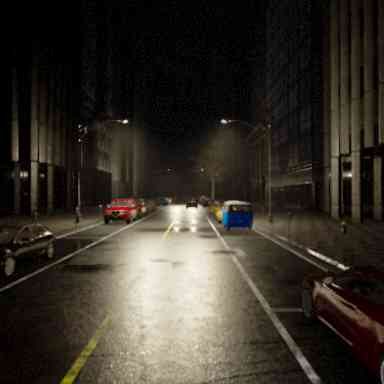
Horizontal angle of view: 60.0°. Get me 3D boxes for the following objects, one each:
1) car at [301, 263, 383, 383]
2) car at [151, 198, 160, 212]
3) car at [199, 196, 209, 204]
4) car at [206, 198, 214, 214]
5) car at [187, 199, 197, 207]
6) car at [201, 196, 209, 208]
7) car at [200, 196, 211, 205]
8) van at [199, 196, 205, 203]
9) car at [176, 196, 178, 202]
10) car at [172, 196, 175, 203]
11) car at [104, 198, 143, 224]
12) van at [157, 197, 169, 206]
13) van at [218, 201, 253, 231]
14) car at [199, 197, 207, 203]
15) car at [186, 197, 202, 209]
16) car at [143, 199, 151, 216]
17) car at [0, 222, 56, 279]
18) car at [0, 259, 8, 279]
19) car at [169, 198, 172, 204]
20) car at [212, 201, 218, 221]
[{"bbox_3d":[2.857,1.621,4.545,1.802,1.307,4.206,0,0,0],"label":"car"},{"bbox_3d":[-5.674,1.844,43.833,1.752,1.417,4.829,0,0,1],"label":"car"},{"bbox_3d":[2.845,1.893,77.862,2.192,1.841,5.009,0,-1,0],"label":"car"},{"bbox_3d":[2.860,1.811,38.589,1.752,1.417,4.829,0,0,1],"label":"car"},{"bbox_3d":[-0.010,1.969,61.734,1.812,1.442,4.674,0,0,0],"label":"car"},{"bbox_3d":[2.850,1.836,55.305,1.967,1.590,4.097,0,0,0],"label":"car"},{"bbox_3d":[2.846,1.844,72.224,2.192,1.841,5.009,0,-1,0],"label":"car"},{"bbox_3d":[2.843,2.068,94.781,1.690,1.788,3.998,0,-1,0],"label":"van"},{"bbox_3d":[-5.683,2.308,94.789,1.802,1.307,4.206,0,-1,0],"label":"car"},{"bbox_3d":[-5.680,2.017,77.874,1.967,1.590,4.097,0,-1,0],"label":"car"},{"bbox_3d":[-5.671,1.525,27.127,2.192,1.841,5.009,0,0,0],"label":"car"},{"bbox_3d":[-5.676,1.778,60.958,1.690,1.788,3.998,0,0,0],"label":"van"},{"bbox_3d":[2.855,1.513,21.466,1.690,1.788,3.998,0,0,0],"label":"van"},{"bbox_3d":[2.844,2.117,89.140,1.967,1.590,4.097,0,-1,0],"label":"car"},{"bbox_3d":[-0.009,1.859,51.314,2.128,1.511,4.902,0,0,0],"label":"car"},{"bbox_3d":[-5.672,1.564,32.767,2.192,1.841,5.009,0,0,0],"label":"car"},{"bbox_3d":[-5.670,1.636,10.206,2.008,1.369,4.403,0,0,0],"label":"car"},{"bbox_3d":[-3.095,1.501,1.169,2.128,1.511,4.902,0,0,0],"label":"car"},{"bbox_3d":[-5.678,2.047,66.595,1.947,1.339,4.313,0,0,0],"label":"car"},{"bbox_3d":[2.855,1.737,27.276,1.752,1.417,4.829,0,0,0],"label":"car"}]
